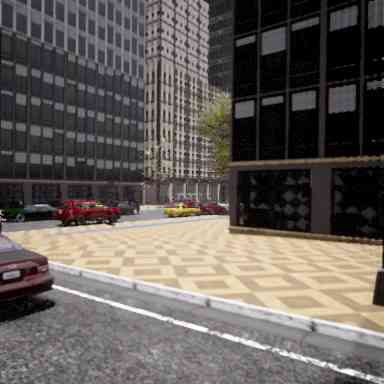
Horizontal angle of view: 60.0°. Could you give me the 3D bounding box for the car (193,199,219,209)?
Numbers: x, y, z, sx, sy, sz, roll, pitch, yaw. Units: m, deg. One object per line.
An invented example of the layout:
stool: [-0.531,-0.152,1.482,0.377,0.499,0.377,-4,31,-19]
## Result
car: [2.305,1.888,52.631,1.947,1.339,4.313,1,0,37]

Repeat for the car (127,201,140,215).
car: [-7.578,1.695,34.906,1.837,1.490,4.892,1,0,37]

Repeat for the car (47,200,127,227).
car: [-7.724,1.526,24.987,2.192,1.841,5.009,1,0,37]

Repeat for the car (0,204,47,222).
car: [-13.045,1.711,27.499,1.895,1.301,4.718,1,0,36]

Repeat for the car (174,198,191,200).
car: [-1.598,1.629,42.967,2.097,1.767,4.553,1,0,37]

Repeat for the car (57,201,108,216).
car: [-11.211,1.651,34.366,1.752,1.417,4.829,1,0,37]

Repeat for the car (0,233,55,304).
car: [-5.292,1.544,7.461,5.357,1.411,2.033,0,0,36]

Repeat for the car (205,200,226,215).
car: [2.337,1.941,38.588,1.802,1.307,4.206,1,0,37]

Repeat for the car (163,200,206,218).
car: [-0.916,1.837,34.190,1.752,1.417,4.829,1,0,37]
